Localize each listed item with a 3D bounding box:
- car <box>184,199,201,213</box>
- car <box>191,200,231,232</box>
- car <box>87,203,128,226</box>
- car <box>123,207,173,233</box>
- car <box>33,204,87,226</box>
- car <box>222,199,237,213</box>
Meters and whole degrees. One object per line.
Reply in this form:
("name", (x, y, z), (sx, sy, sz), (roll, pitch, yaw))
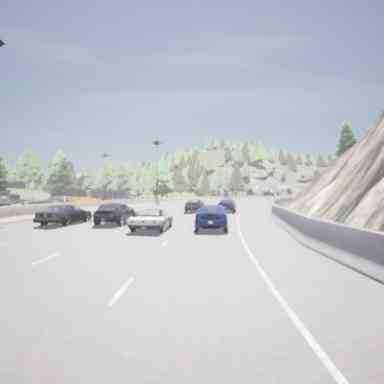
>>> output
("car", (0.414, 1.543, 37.604), (2.128, 1.511, 4.902), (0, 0, 11))
("car", (1.262, 1.506, 20.418), (1.882, 1.535, 5.008), (0, 0, 6))
("car", (-5.396, 1.536, 23.663), (1.837, 1.490, 4.892), (0, 0, 7))
("car", (-2.333, 1.627, 19.843), (1.895, 1.301, 4.718), (0, 0, 6))
("car", (-8.971, 1.577, 23.512), (2.033, 1.411, 5.357), (0, 0, 7))
("car", (4.073, 1.531, 38.044), (1.882, 1.535, 5.008), (0, 0, 12))
